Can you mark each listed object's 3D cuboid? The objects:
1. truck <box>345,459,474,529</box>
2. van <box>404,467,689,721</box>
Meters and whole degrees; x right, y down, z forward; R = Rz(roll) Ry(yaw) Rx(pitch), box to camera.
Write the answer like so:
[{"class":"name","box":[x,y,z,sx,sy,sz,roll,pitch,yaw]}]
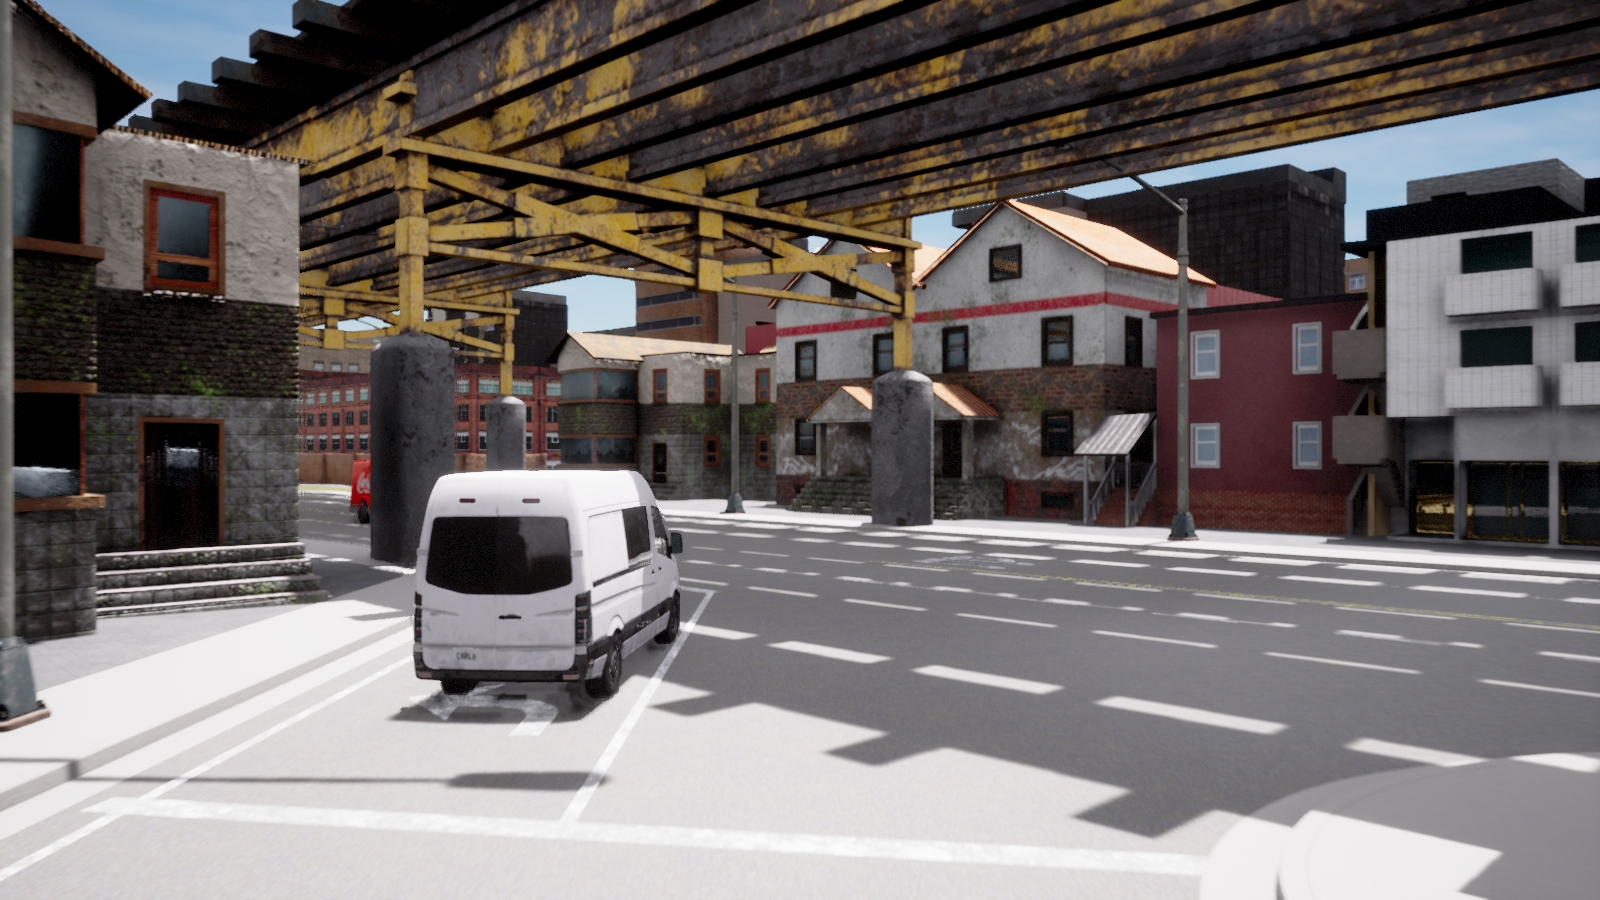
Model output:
[{"class":"truck","box":[-14.852,1.587,43.339,2.627,2.467,5.204,0,0,-44]},{"class":"van","box":[-2.944,1.541,14.896,1.988,2.561,5.915,0,0,5]}]
